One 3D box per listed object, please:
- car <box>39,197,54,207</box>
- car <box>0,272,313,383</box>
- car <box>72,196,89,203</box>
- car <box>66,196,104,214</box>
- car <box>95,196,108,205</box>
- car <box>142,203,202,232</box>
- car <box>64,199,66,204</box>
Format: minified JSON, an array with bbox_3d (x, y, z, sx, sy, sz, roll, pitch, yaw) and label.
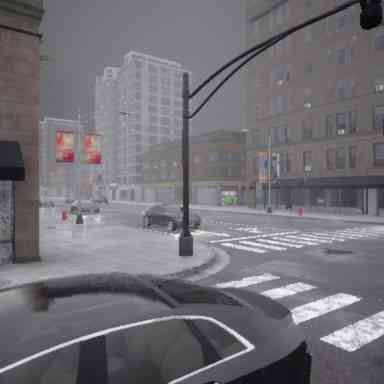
[{"bbox_3d":[-21.466,1.473,48.439,1.812,1.442,4.674,0,0,-36],"label":"car"},{"bbox_3d":[-1.164,1.504,2.322,4.892,1.490,1.837,0,1,-36],"label":"car"},{"bbox_3d":[-22.243,1.452,66.324,1.994,1.385,4.181,0,0,-36],"label":"car"},{"bbox_3d":[-10.937,1.478,33.711,1.812,1.442,4.674,0,0,-36],"label":"car"},{"bbox_3d":[-16.158,1.411,57.909,1.837,1.490,4.892,0,0,-36],"label":"car"},{"bbox_3d":[-1.356,1.482,20.450,1.837,1.490,4.892,0,0,-36],"label":"car"},{"bbox_3d":[-21.407,1.451,59.638,2.033,1.411,5.357,0,0,-36],"label":"car"}]
